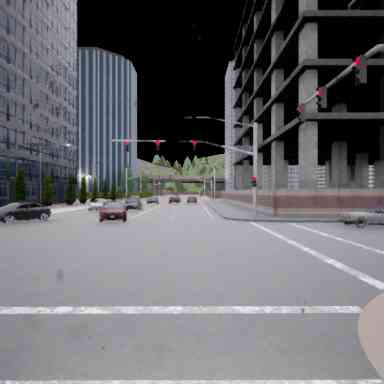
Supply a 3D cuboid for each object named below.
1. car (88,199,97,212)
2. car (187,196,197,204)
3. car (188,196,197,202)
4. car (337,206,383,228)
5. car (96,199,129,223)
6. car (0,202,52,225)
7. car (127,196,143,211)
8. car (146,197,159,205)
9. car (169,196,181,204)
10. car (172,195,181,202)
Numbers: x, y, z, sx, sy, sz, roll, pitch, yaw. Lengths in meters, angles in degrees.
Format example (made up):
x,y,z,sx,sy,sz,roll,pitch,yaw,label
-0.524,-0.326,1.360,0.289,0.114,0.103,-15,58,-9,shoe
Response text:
x,y,z,sx,sy,sz,roll,pitch,yaw,label
-10.584,1.525,38.565,1.812,1.442,4.674,0,0,0,car
0.020,1.490,64.593,2.128,1.511,4.902,0,0,0,car
0.023,1.577,73.698,1.895,1.301,4.718,0,0,0,car
11.886,1.545,21.265,4.718,1.301,1.895,0,0,0,car
-6.014,1.463,25.267,1.882,1.535,5.008,0,-1,-13,car
-12.577,1.488,24.274,1.837,1.490,4.892,1,-1,24,car
-7.086,1.563,40.005,1.994,1.385,4.181,0,0,0,car
-7.051,1.563,60.277,1.994,1.385,4.181,0,0,0,car
-3.480,1.504,64.595,1.837,1.490,4.892,0,0,0,car
-3.477,1.506,73.669,1.812,1.442,4.674,0,0,0,car
